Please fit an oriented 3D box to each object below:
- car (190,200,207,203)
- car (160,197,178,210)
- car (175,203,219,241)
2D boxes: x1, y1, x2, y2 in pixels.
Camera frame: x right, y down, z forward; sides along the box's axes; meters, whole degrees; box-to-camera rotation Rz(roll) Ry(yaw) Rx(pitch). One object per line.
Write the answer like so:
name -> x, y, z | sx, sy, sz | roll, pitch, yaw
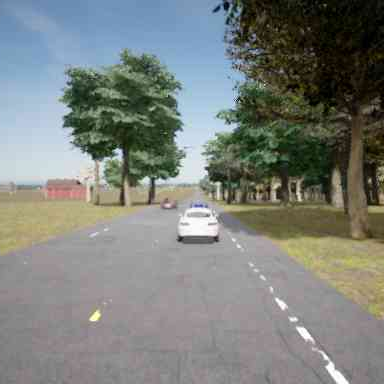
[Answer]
car -> 0.717, 1.496, 36.521 | 1.895, 1.301, 4.718 | 0, 0, 1
car -> -2.780, 1.419, 41.417 | 1.812, 1.442, 4.674 | 0, 0, 1
car -> 0.309, 1.476, 16.124 | 1.812, 1.442, 4.674 | 0, 0, 1
